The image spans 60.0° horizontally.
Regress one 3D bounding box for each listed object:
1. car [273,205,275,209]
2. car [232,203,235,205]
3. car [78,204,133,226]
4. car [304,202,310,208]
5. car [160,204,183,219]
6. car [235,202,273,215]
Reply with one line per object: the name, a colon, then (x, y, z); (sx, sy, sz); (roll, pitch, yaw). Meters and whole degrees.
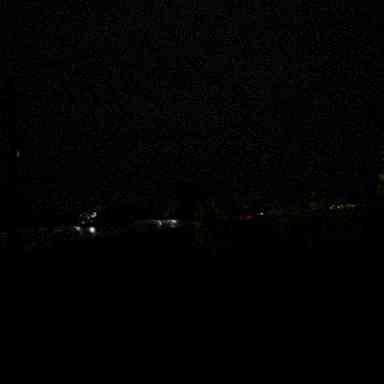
car: (11.435, 2.335, 52.856); (2.033, 1.411, 5.357); (-2, -2, 36)
car: (4.608, 2.166, 43.481); (1.837, 1.490, 4.892); (-2, -2, 36)
car: (-7.031, 1.794, 27.361); (2.097, 1.767, 4.553); (-2, -2, 36)
car: (18.592, 2.283, 56.617); (1.837, 1.490, 4.892); (-2, -1, 36)
car: (-1.321, 2.054, 35.263); (1.837, 1.490, 4.892); (-2, -2, 36)
car: (7.771, 2.060, 41.561); (2.128, 1.511, 4.902); (-2, -2, 36)
